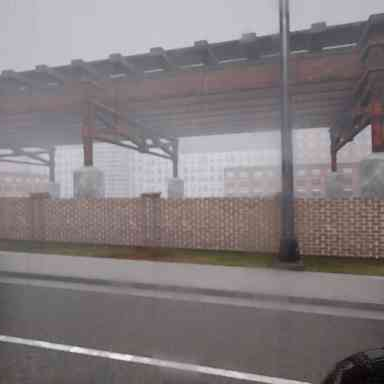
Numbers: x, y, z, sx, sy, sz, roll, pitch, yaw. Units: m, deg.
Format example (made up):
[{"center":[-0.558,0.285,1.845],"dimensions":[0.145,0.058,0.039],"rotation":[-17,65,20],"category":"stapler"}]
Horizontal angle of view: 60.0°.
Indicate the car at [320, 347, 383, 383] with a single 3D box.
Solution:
[{"center":[3.166,1.497,1.571],"dimensions":[4.902,1.511,2.128],"rotation":[0,0,16],"category":"car"}]
